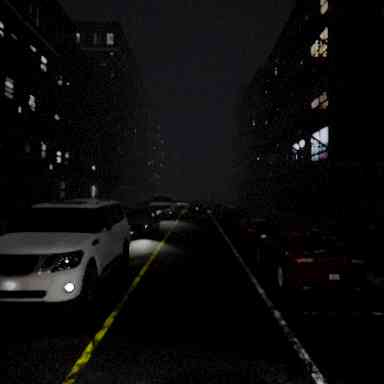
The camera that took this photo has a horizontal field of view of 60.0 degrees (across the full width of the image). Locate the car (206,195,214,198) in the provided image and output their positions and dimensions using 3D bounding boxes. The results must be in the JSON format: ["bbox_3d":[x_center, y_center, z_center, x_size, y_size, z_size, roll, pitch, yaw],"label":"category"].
[{"bbox_3d":[3.320,1.526,48.509,1.967,1.590,4.097,1,0,1],"label":"car"}]

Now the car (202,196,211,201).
[{"bbox_3d":[3.832,1.708,88.138,2.008,1.369,4.403,1,0,1],"label":"car"}]

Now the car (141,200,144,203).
[{"bbox_3d":[-5.209,1.607,37.337,1.947,1.339,4.313,1,0,1],"label":"car"}]

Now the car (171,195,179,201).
[{"bbox_3d":[-4.549,1.656,88.117,1.752,1.417,4.829,1,0,1],"label":"car"}]

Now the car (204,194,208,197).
[{"bbox_3d":[3.794,1.567,62.245,1.801,1.575,5.366,0,0,1],"label":"car"}]

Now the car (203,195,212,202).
[{"bbox_3d":[3.760,1.587,82.477,1.967,1.590,4.097,1,0,1],"label":"car"}]

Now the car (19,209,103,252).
[{"bbox_3d":[-5.504,1.571,14.696,1.947,1.339,4.313,1,0,1],"label":"car"}]

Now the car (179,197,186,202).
[{"bbox_3d":[-2.104,1.640,70.159,1.994,1.385,4.181,0,0,1],"label":"car"}]

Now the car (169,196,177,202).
[{"bbox_3d":[-4.622,1.646,82.456,1.752,1.417,4.829,1,0,1],"label":"car"}]

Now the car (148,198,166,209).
[{"bbox_3d":[-5.062,1.611,48.659,2.008,1.369,4.403,1,0,1],"label":"car"}]

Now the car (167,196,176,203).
[{"bbox_3d":[-4.694,1.655,76.966,1.887,1.381,4.507,1,0,1],"label":"car"}]

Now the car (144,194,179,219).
[{"bbox_3d":[-2.653,1.258,30.398,2.150,2.045,5.566,0,0,1],"label":"car"}]

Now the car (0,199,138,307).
[{"bbox_3d":[-3.003,1.225,8.339,2.150,2.045,5.566,0,0,1],"label":"car"}]

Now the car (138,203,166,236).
[{"bbox_3d":[-2.867,1.567,18.722,2.033,1.411,5.357,0,0,1],"label":"car"}]

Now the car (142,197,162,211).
[{"bbox_3d":[-5.133,1.490,42.998,1.967,1.590,4.097,1,0,1],"label":"car"}]

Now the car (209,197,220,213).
[{"bbox_3d":[3.171,1.618,37.187,2.008,1.369,4.403,1,0,1],"label":"car"}]

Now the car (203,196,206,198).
[{"bbox_3d":[0.697,1.677,47.196,1.895,1.301,4.718,0,0,1],"label":"car"}]

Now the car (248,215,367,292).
[{"bbox_3d":[2.878,1.568,8.883,1.887,1.381,4.507,1,0,1],"label":"car"}]

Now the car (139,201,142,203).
[{"bbox_3d":[-5.356,1.605,26.014,1.802,1.307,4.206,1,0,1],"label":"car"}]

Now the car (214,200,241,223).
[{"bbox_3d":[3.024,1.594,25.865,1.887,1.381,4.507,1,0,1],"label":"car"}]

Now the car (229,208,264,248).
[{"bbox_3d":[2.879,1.613,14.544,1.802,1.307,4.206,1,0,1],"label":"car"}]

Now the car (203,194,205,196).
[{"bbox_3d":[3.687,1.577,76.816,1.967,1.590,4.097,1,0,1],"label":"car"}]

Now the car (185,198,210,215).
[{"bbox_3d":[0.543,1.620,35.360,1.994,1.385,4.181,0,0,1],"label":"car"}]
